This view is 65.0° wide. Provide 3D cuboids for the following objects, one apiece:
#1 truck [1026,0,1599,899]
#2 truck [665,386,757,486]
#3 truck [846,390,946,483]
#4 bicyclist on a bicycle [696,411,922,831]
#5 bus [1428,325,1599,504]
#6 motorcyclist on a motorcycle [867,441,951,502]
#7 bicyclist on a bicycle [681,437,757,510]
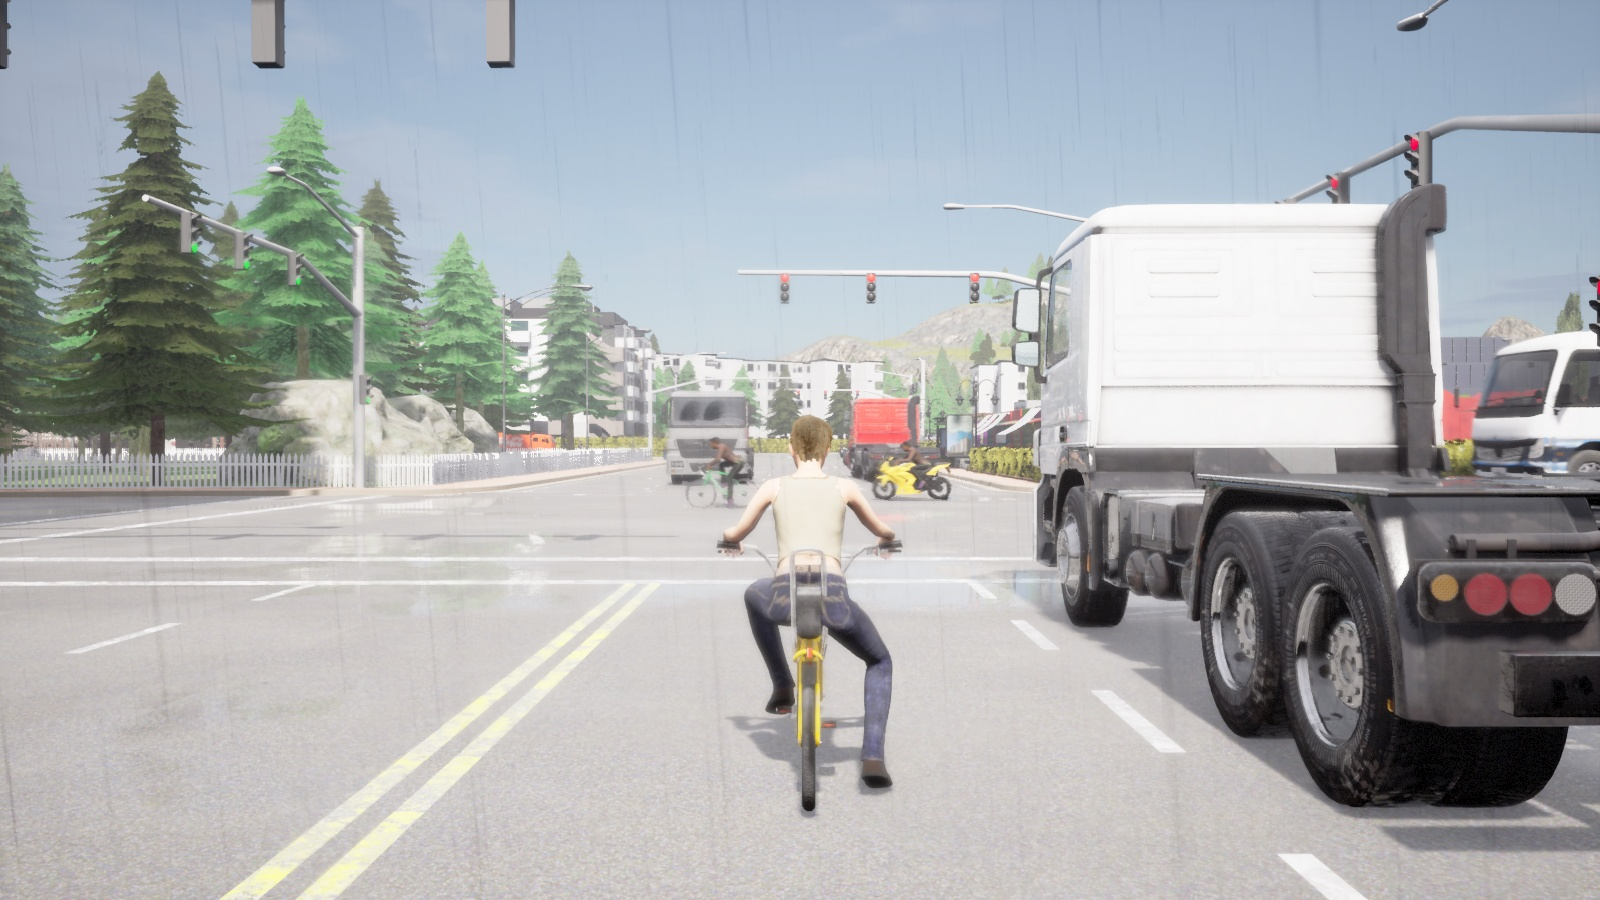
[{"bbox_3d":[3.559,-0.277,7.884,2.891,3.462,7.936,0,0,0],"label":"truck"},{"bbox_3d":[-3.224,-0.506,47.640,2.891,3.462,7.936,0,0,0],"label":"truck"},{"bbox_3d":[3.726,-0.519,50.752,2.891,3.462,7.936,0,0,-4],"label":"truck"},{"bbox_3d":[0.042,0.652,5.576,0.866,1.612,1.509,0,0,1],"label":"bicyclist on a bicycle"},{"bbox_3d":[22.003,-0.847,31.746,10.273,4.253,3.944,0,0,0],"label":"bus"},{"bbox_3d":[2.748,0.533,31.717,2.044,1.523,0.797,0,0,0],"label":"motorcyclist on a motorcycle"},{"bbox_3d":[-1.817,0.529,28.208,1.656,1.620,0.582,0,0,0],"label":"bicyclist on a bicycle"}]
